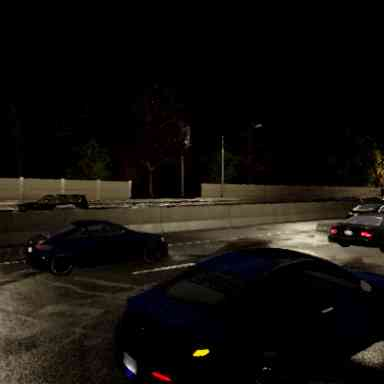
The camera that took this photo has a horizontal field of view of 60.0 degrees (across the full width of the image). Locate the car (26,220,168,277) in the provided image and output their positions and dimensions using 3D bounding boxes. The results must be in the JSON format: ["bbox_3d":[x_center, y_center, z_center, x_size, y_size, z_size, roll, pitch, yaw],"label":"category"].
[{"bbox_3d":[-2.820,1.556,10.339,4.181,1.385,1.994,0,0,-36],"label":"car"}]

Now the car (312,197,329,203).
[{"bbox_3d":[21.715,1.539,53.856,5.357,1.411,2.033,0,0,-35],"label":"car"}]

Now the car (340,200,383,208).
[{"bbox_3d":[11.549,1.477,20.609,4.902,1.511,2.128,0,0,-36],"label":"car"}]

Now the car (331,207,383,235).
[{"bbox_3d":[7.755,1.537,13.596,5.357,1.411,2.033,0,0,-36],"label":"car"}]

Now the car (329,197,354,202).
[{"bbox_3d":[23.879,1.541,51.107,5.357,1.411,2.033,0,0,-35],"label":"car"}]

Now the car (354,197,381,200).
[{"bbox_3d":[26.136,1.522,48.427,4.674,1.442,1.812,0,0,-35],"label":"car"}]

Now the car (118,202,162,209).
[{"bbox_3d":[-3.860,1.475,22.747,4.902,1.511,2.128,0,0,-36],"label":"car"}]

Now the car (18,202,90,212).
[{"bbox_3d":[-9.212,1.584,23.224,4.718,1.301,1.895,0,0,-36],"label":"car"}]

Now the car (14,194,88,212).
[{"bbox_3d":[-10.931,1.203,26.295,5.566,2.045,2.150,0,0,-36],"label":"car"}]

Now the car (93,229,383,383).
[{"bbox_3d":[1.262,1.522,4.651,4.674,1.442,1.812,0,0,-36],"label":"car"}]

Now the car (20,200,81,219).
[{"bbox_3d":[-12.460,1.505,29.490,4.674,1.442,1.812,0,0,-36],"label":"car"}]
